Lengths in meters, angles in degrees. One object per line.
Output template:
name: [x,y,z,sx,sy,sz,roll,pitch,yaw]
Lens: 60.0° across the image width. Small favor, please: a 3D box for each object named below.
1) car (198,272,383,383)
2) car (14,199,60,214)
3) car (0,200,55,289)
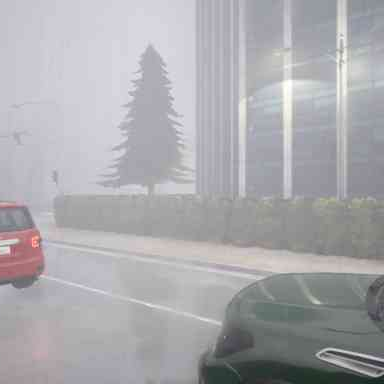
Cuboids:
car: [2.711,1.221,2.057,5.566,2.045,2.150,0,0,36]
car: [-17.214,1.564,37.021,1.994,1.385,4.181,0,0,36]
car: [-5.762,1.221,8.033,5.566,2.045,2.150,0,0,38]
